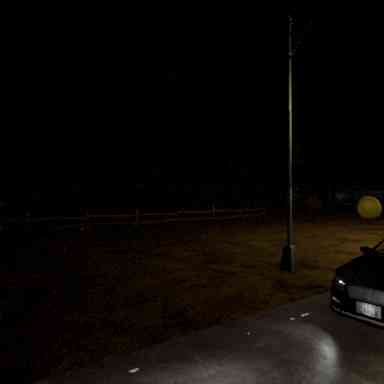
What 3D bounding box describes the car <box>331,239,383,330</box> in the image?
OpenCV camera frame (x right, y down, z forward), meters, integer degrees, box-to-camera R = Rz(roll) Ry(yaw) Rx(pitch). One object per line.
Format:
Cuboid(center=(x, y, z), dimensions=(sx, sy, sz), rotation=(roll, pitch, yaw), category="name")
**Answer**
Cuboid(center=(4.605, 1.470, 6.325), dimensions=(4.902, 1.511, 2.128), rotation=(0, 0, -35), category="car")
